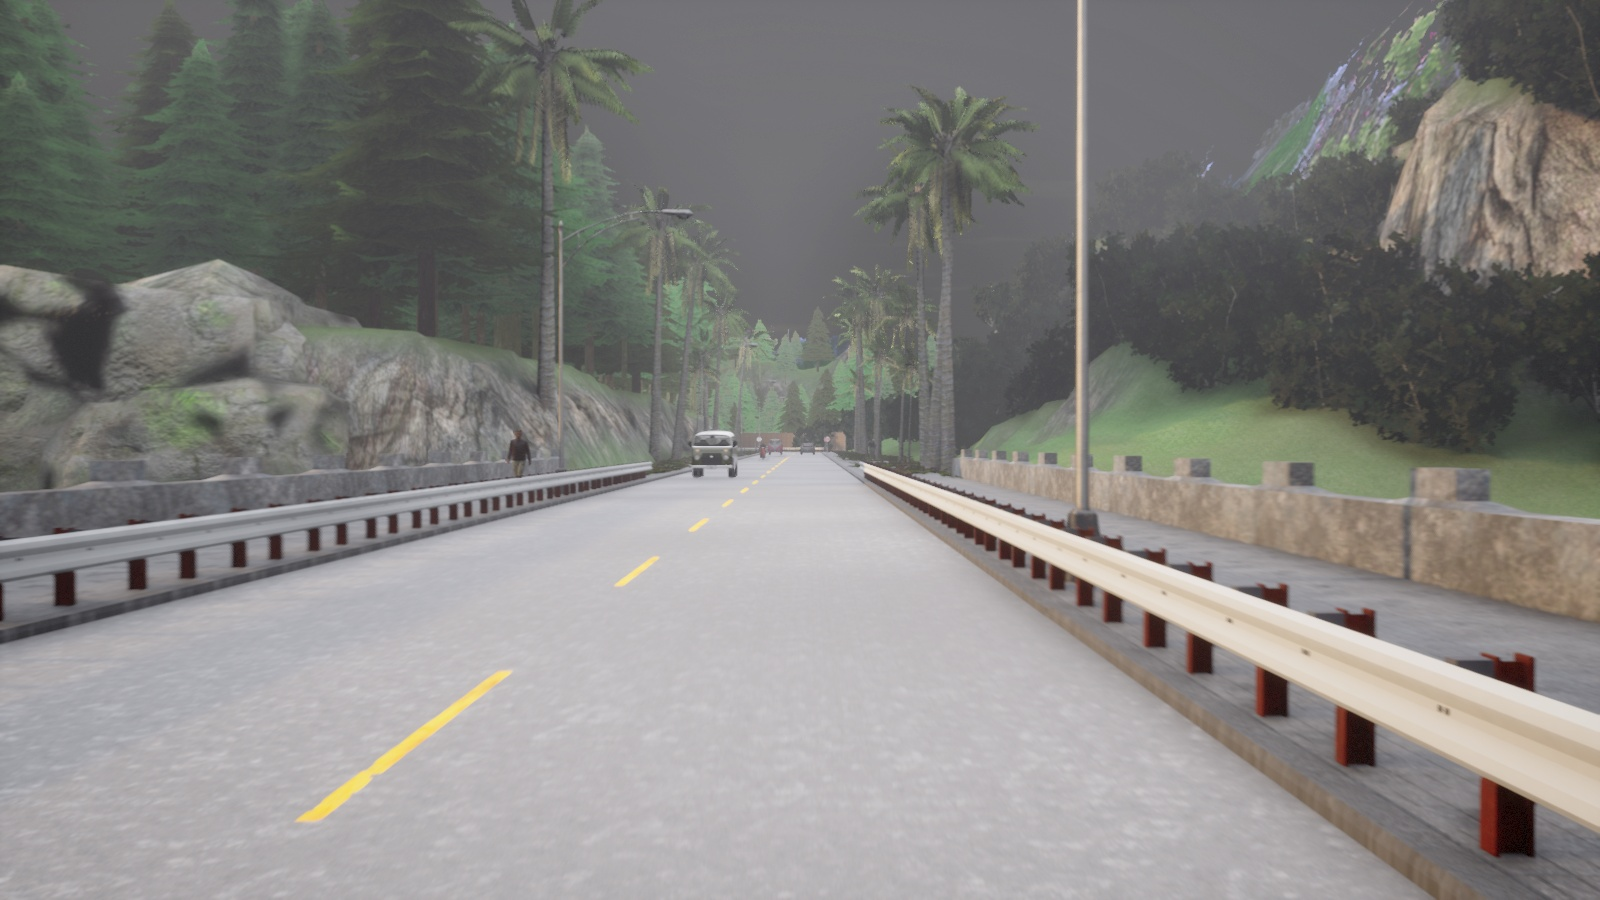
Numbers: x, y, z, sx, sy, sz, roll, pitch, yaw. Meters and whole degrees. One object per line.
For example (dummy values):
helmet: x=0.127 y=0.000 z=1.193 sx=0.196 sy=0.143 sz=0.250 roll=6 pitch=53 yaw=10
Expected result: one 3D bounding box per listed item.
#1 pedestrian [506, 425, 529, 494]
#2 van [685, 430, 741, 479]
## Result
pedestrian: x=-7.604 y=0.262 z=33.818 sx=0.431 sy=1.840 sz=0.703 roll=0 pitch=0 yaw=1
van: x=-3.679 y=0.166 z=54.010 sx=2.069 sy=2.038 sz=4.480 roll=0 pitch=0 yaw=0
